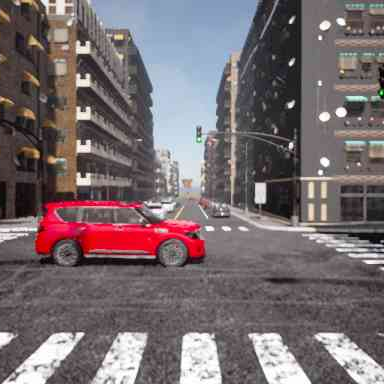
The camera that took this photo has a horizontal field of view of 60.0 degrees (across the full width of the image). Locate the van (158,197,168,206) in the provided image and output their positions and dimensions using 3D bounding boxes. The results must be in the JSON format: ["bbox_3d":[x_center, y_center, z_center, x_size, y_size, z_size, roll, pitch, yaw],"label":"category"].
[{"bbox_3d":[-5.738,1.840,66.783,1.690,1.788,3.998,-1,0,0],"label":"van"}]

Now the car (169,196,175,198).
[{"bbox_3d":[-3.083,1.940,60.691,2.128,1.511,4.902,0,-1,0],"label":"car"}]

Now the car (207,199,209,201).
[{"bbox_3d":[2.761,1.819,38.431,2.008,1.369,4.403,-1,0,0],"label":"car"}]

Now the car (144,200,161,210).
[{"bbox_3d":[-5.888,1.925,49.883,1.947,1.339,4.313,-1,0,0],"label":"car"}]

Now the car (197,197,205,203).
[{"bbox_3d":[2.584,2.186,94.847,1.967,1.590,4.097,-1,-1,0],"label":"car"}]

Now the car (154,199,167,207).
[{"bbox_3d":[-5.728,2.002,61.149,2.008,1.369,4.403,-1,0,0],"label":"car"}]

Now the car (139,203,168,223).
[{"bbox_3d":[-3.138,1.716,27.910,1.812,1.442,4.674,0,0,1],"label":"car"}]

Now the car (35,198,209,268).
[{"bbox_3d":[-2.339,1.355,11.329,5.566,2.045,2.150,0,1,0],"label":"car"}]

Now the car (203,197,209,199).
[{"bbox_3d":[2.647,1.902,49.695,1.887,1.381,4.507,-1,0,0],"label":"car"}]

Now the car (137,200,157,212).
[{"bbox_3d":[-5.883,1.864,44.251,2.008,1.369,4.403,-1,0,0],"label":"car"}]

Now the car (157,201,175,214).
[{"bbox_3d":[-3.136,1.808,40.262,1.812,1.442,4.674,0,-1,0],"label":"car"}]

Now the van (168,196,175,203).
[{"bbox_3d":[-5.764,2.088,94.943,1.690,1.788,3.998,-1,-1,0],"label":"van"}]

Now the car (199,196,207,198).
[{"bbox_3d":[2.613,2.043,66.689,1.887,1.381,4.507,-1,0,0],"label":"car"}]

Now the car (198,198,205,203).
[{"bbox_3d":[2.593,2.277,89.215,1.802,1.307,4.206,-1,-1,0],"label":"car"}]

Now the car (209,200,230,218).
[{"bbox_3d":[2.775,1.777,32.901,2.008,1.369,4.403,-1,0,0],"label":"car"}]

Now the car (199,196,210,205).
[{"bbox_3d":[2.603,1.861,72.323,2.192,1.841,5.009,-1,0,0],"label":"car"}]
